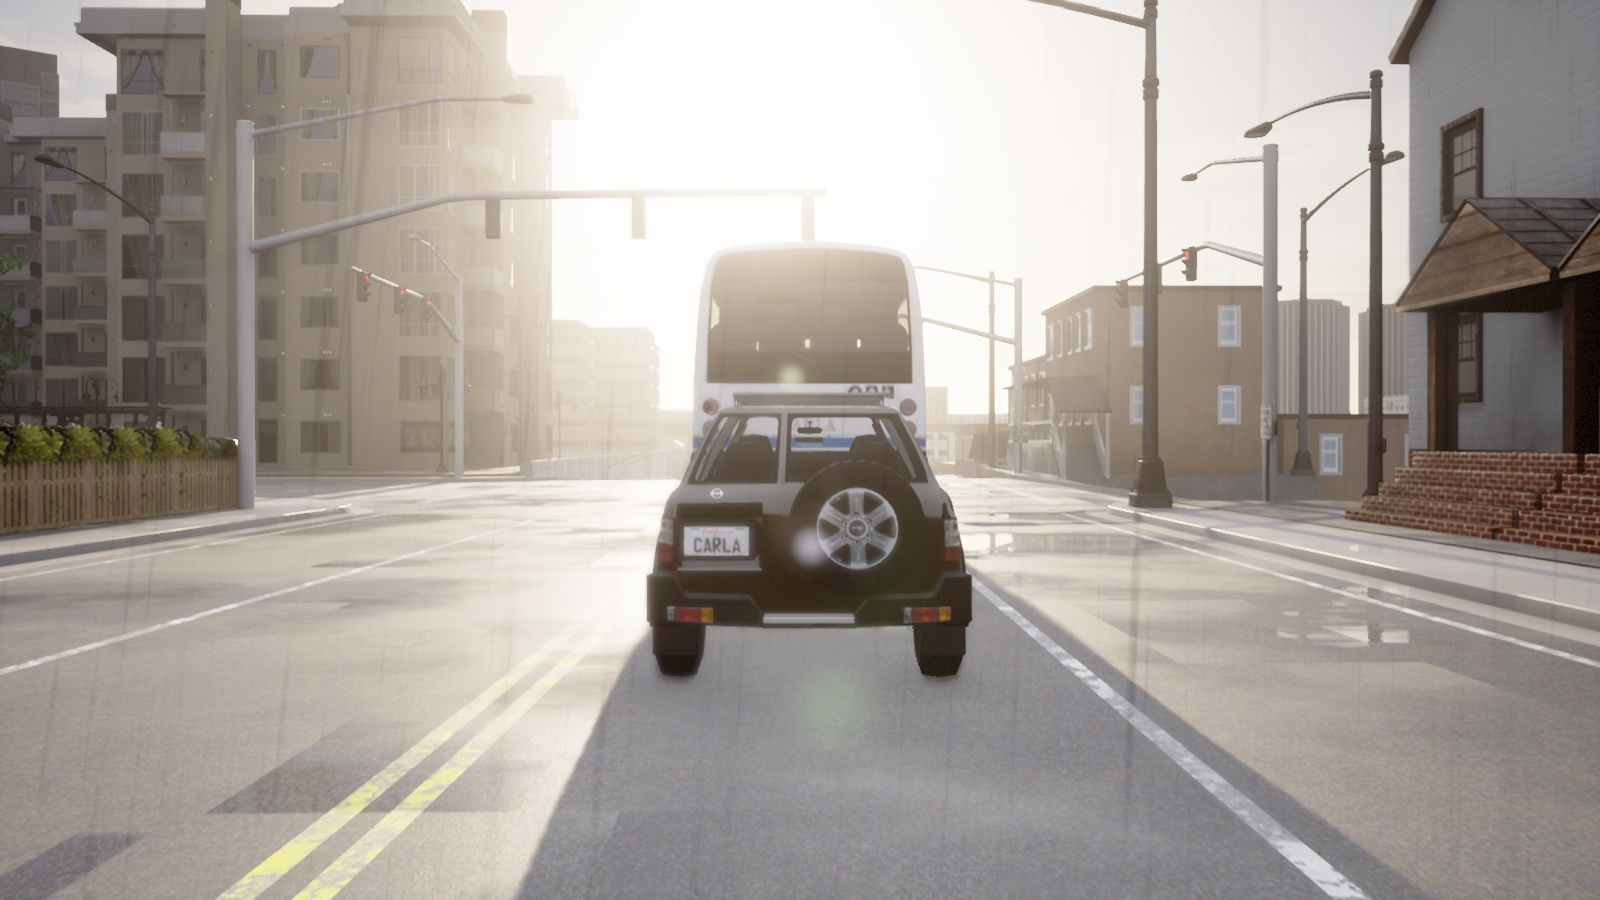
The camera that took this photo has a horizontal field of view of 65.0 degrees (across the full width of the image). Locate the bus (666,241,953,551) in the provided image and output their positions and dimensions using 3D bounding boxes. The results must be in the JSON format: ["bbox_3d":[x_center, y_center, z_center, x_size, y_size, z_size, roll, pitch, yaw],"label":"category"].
[{"bbox_3d":[0.122,-0.763,22.451,3.944,4.253,10.273,0,0,0],"label":"bus"}]

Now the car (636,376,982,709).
[{"bbox_3d":[0.070,0.507,9.315,1.932,1.855,4.605,0,0,1],"label":"car"}]
